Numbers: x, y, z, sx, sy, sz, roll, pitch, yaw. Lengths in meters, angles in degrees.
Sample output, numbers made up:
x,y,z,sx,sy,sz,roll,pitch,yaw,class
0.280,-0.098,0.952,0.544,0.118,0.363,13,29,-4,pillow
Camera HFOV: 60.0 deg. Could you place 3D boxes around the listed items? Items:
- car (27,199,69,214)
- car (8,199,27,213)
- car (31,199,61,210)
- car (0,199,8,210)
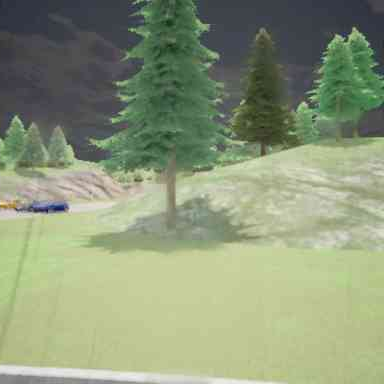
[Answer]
x,y,z,sx,sy,sz,roll,pitch,yaw,class
-15.885,1.633,37.625,1.882,1.535,5.008,0,0,11,car
-19.029,1.661,39.817,2.128,1.511,4.902,0,0,11,car
-20.988,1.764,48.085,1.994,1.385,4.181,0,0,11,car
-24.982,1.679,45.915,1.882,1.535,5.008,0,-1,11,car
